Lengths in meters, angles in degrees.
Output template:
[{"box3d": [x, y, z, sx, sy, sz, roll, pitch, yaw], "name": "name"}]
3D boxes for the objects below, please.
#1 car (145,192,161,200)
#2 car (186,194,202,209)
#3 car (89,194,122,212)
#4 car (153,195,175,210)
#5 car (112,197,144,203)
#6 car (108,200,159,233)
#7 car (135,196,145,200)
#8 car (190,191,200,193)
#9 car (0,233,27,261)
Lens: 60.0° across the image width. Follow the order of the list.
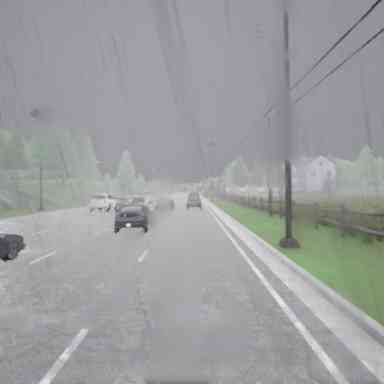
[{"box3d": [-6.553, 1.099, 60.836, 2.150, 2.045, 5.566, -1, 0, 1], "name": "car"}, {"box3d": [0.262, 1.340, 41.524, 2.128, 1.511, 4.902, -1, 0, 0], "name": "car"}, {"box3d": [-10.164, 1.230, 38.498, 2.150, 2.045, 5.566, -1, 0, 0], "name": "car"}, {"box3d": [-3.145, 1.467, 40.119, 1.994, 1.385, 4.181, -1, 0, 0], "name": "car"}, {"box3d": [-6.680, 1.572, 35.323, 1.895, 1.301, 4.718, -1, 0, 0], "name": "car"}, {"box3d": [-3.293, 1.481, 19.739, 1.837, 1.490, 4.892, -1, 0, 0], "name": "car"}, {"box3d": [-10.046, 1.399, 63.225, 1.882, 1.535, 5.008, -1, 0, 1], "name": "car"}, {"box3d": [0.406, 1.019, 62.220, 2.150, 2.045, 5.566, -1, 0, 0], "name": "car"}, {"box3d": [-6.864, 1.613, 9.430, 2.033, 1.411, 5.357, -1, 0, 0], "name": "car"}]
